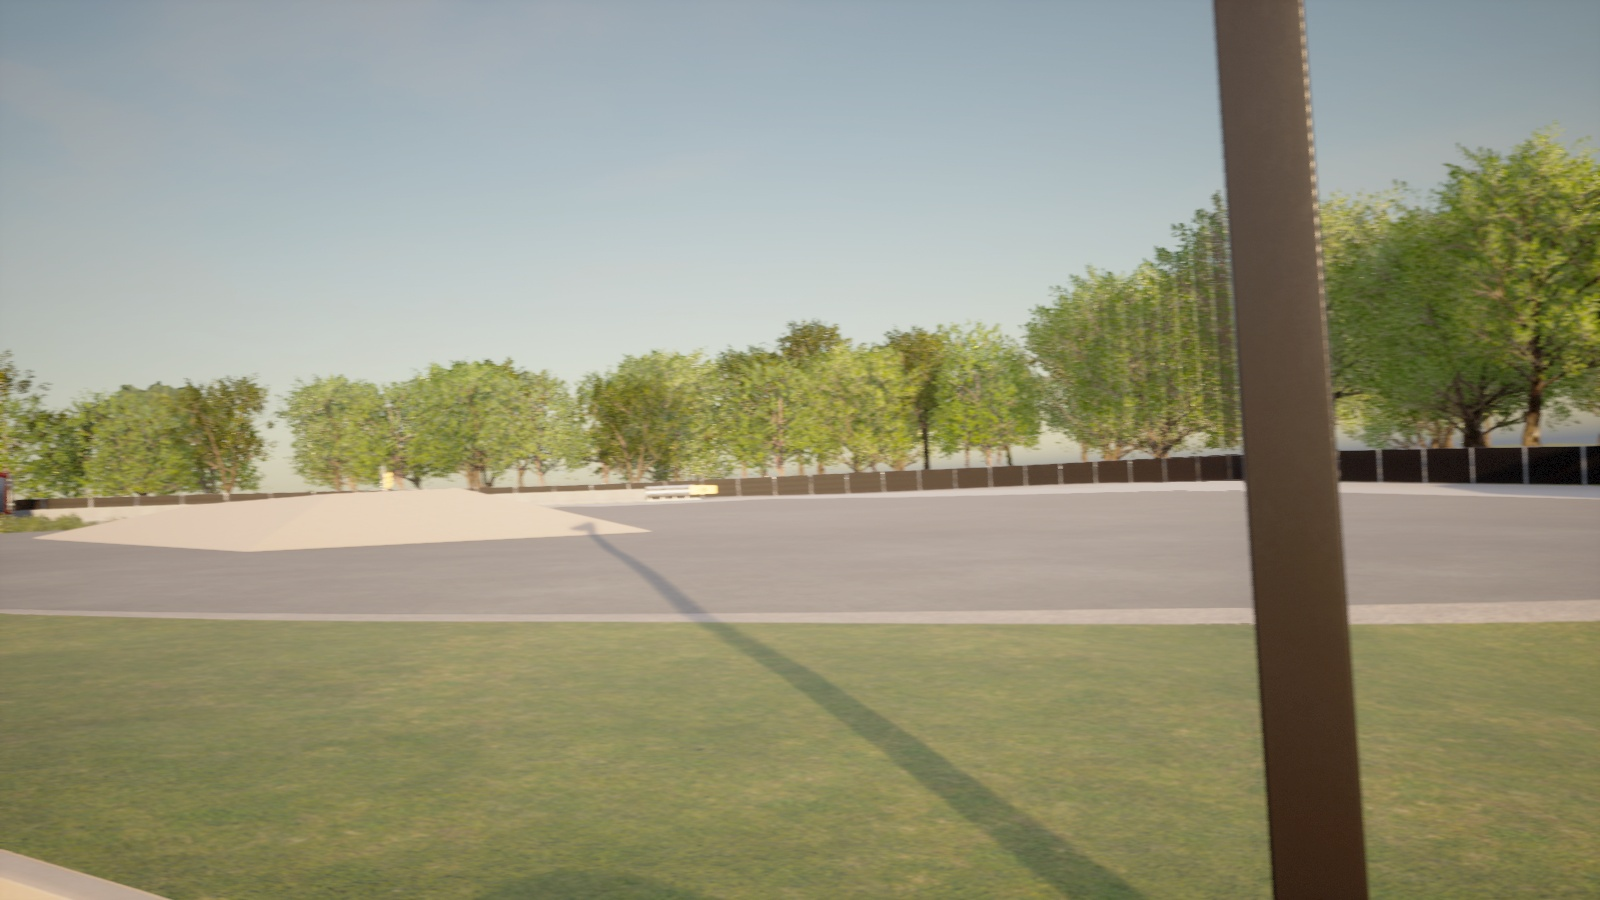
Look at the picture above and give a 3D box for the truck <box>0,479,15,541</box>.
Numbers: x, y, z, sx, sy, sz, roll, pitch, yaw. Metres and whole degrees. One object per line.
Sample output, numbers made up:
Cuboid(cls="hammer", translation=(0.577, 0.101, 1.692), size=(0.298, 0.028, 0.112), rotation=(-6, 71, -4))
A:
Cuboid(cls="truck", translation=(-53.423, 3.907, 76.956), size=(8.468, 3.827, 2.891), rotation=(-3, -2, -11))
